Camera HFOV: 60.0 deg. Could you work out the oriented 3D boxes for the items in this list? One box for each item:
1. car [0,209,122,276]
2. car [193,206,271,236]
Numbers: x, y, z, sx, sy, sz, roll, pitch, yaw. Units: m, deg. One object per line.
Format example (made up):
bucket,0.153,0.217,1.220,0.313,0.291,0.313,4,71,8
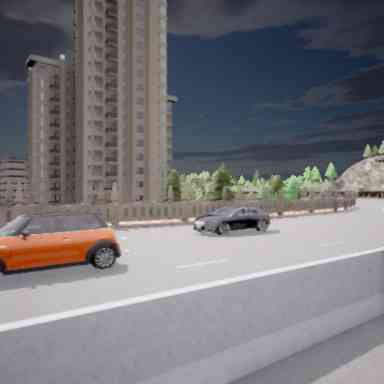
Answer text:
car,-4.412,1.358,9.453,4.553,1.767,2.097,0,0,-36
car,2.326,1.539,18.609,4.902,1.511,2.128,0,0,-36
